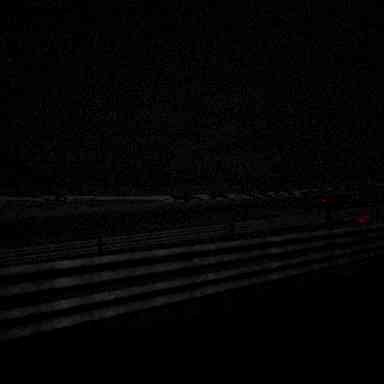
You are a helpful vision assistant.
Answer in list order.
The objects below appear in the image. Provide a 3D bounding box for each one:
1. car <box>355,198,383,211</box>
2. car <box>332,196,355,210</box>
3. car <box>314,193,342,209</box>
[{"bbox_3d":[22.610,1.476,40.283,4.892,1.490,1.837,-4,2,-24],"label":"car"},{"bbox_3d":[21.209,1.563,43.491,4.718,1.301,1.895,-4,2,-24],"label":"car"},{"bbox_3d":[19.759,1.138,46.674,5.566,2.045,2.150,-4,2,-24],"label":"car"}]
